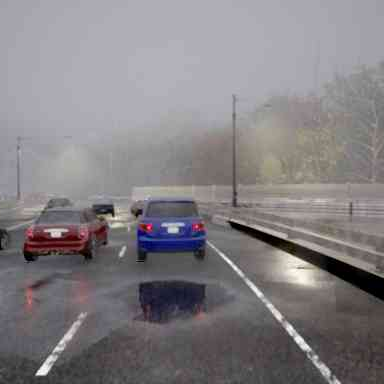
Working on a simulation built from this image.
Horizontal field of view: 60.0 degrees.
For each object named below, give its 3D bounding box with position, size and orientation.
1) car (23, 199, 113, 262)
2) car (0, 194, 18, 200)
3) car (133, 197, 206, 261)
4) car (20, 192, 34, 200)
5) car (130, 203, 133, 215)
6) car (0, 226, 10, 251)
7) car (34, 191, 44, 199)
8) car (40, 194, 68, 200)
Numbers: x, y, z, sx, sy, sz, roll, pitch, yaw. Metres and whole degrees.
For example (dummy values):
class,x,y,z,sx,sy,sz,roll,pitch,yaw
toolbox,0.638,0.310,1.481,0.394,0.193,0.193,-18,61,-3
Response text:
class,x,y,z,sx,sy,sz,roll,pitch,yaw
car,-4.389,1.315,12.283,2.097,1.767,4.553,0,0,-6
car,-44.437,1.170,80.027,4.892,1.490,1.837,0,0,39
car,-0.842,1.174,12.249,2.150,2.045,5.566,0,0,-6
car,-42.148,1.005,82.675,4.553,1.767,2.097,0,0,39
car,-4.387,1.455,29.887,1.994,1.385,4.181,0,0,-16
car,-7.761,1.505,10.928,1.812,1.442,4.674,0,0,-6
car,-39.929,0.856,85.379,5.566,2.045,2.150,0,0,39
car,-11.162,1.271,28.165,2.097,1.767,4.553,0,0,-16
